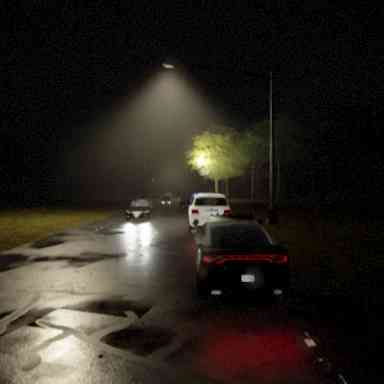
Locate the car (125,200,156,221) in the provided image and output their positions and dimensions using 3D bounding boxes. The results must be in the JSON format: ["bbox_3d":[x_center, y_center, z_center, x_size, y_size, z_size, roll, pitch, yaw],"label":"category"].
[{"bbox_3d":[-3.869,1.348,25.422,2.128,1.511,4.902,0,0,-1],"label":"car"}]

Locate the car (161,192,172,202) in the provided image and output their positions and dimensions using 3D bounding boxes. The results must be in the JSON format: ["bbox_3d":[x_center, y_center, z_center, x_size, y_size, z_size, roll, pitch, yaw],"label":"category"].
[{"bbox_3d":[-5.210,1.252,67.537,1.994,1.385,4.181,0,0,-2],"label":"car"}]

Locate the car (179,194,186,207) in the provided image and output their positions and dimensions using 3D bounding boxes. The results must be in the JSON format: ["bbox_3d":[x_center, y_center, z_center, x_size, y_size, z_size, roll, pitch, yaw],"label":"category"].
[{"bbox_3d":[-0.781,1.326,46.166,1.994,1.385,4.181,0,0,-1],"label":"car"}]

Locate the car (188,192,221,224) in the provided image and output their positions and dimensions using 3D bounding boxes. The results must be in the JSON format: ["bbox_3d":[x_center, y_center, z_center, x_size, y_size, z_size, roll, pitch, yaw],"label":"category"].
[{"bbox_3d":[0.809,1.080,24.647,2.150,2.045,5.566,0,1,-1],"label":"car"}]

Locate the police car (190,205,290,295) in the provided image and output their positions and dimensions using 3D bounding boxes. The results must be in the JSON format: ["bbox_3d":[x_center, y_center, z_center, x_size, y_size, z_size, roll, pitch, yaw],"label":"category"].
[{"bbox_3d":[1.009,1.367,8.692,1.930,1.638,5.238,0,0,0],"label":"police car"}]

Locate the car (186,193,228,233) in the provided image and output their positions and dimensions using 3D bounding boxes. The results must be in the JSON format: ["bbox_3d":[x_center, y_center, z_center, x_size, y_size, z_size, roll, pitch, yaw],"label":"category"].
[{"bbox_3d":[0.903,1.115,18.637,2.150,2.045,5.566,0,0,-1],"label":"car"}]

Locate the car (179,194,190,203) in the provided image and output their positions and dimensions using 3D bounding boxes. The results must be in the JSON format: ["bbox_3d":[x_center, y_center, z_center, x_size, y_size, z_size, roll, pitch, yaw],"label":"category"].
[{"bbox_3d":[-1.320,1.214,59.867,1.837,1.490,4.892,-1,0,-3],"label":"car"}]
